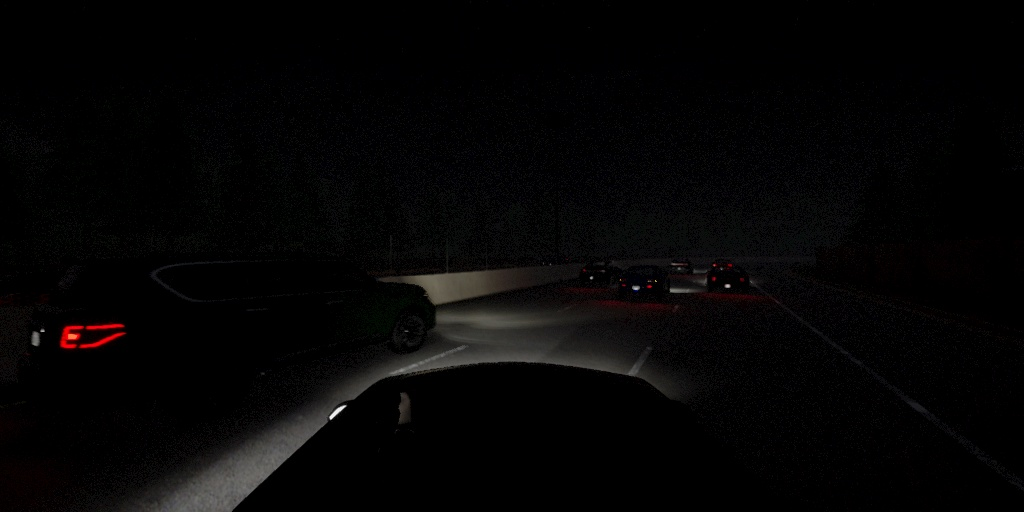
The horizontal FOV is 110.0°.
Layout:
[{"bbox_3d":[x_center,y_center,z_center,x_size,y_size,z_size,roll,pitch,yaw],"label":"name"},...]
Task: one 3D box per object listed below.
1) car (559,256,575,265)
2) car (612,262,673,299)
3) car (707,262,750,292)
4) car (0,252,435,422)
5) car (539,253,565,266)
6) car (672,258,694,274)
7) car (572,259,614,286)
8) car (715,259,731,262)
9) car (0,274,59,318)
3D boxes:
[{"bbox_3d":[8.752,1.045,49.136,1.895,1.301,4.718,0,0,35],"label":"car"},{"bbox_3d":[6.382,1.161,17.179,1.812,1.442,4.674,0,0,29],"label":"car"},{"bbox_3d":[12.071,1.207,20.181,1.895,1.301,4.718,0,0,29],"label":"car"},{"bbox_3d":[-3.783,0.948,6.177,2.150,2.045,5.566,0,1,29],"label":"car"},{"bbox_3d":[5.879,0.633,51.133,2.150,2.045,5.566,0,0,35],"label":"car"},{"bbox_3d":[16.956,0.982,35.748,2.128,1.511,4.902,0,0,31],"label":"car"},{"bbox_3d":[5.956,1.084,23.587,2.128,1.511,4.902,0,0,29],"label":"car"},{"bbox_3d":[20.585,1.019,34.993,1.812,1.442,4.674,0,0,32],"label":"car"},{"bbox_3d":[-17.520,1.316,10.709,1.895,1.301,4.718,0,0,29],"label":"car"}]
